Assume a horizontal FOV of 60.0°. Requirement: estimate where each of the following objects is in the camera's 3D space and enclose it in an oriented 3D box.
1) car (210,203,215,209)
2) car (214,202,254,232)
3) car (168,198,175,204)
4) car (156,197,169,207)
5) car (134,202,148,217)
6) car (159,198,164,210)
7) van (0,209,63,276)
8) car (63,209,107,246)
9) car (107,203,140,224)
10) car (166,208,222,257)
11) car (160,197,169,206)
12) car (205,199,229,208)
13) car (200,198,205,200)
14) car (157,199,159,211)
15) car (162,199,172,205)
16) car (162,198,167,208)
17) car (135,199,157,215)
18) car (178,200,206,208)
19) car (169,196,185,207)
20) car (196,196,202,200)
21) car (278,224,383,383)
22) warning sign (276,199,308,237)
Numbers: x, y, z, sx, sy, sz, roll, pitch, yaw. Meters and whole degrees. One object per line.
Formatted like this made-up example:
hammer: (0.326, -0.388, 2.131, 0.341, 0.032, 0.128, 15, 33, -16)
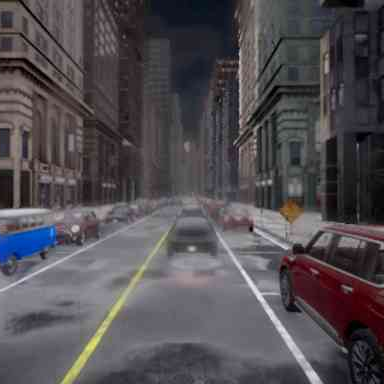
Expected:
car: (2.758, 1.846, 27.265, 1.947, 1.339, 4.313, 0, -1, 0)
car: (2.760, 1.662, 21.665, 1.967, 1.590, 4.097, 0, -1, 0)
car: (-5.787, 2.498, 94.308, 1.752, 1.417, 4.829, 0, -1, 0)
car: (-5.778, 1.998, 66.472, 2.192, 1.841, 5.009, 0, -1, 0)
car: (-5.769, 1.919, 32.861, 1.802, 1.307, 4.206, 0, -1, 0)
car: (-5.774, 2.060, 49.666, 2.008, 1.369, 4.403, 0, -1, 0)
van: (-5.762, 1.449, 10.457, 1.690, 1.788, 3.998, 0, -1, 0)
car: (-5.764, 1.605, 16.058, 1.967, 1.590, 4.097, 0, -1, 0)
car: (-5.767, 1.845, 27.260, 1.947, 1.339, 4.313, 0, -1, 0)
car: (0.016, 1.646, 13.505, 1.837, 1.490, 4.892, 0, 0, 0)
car: (-5.777, 2.065, 60.870, 1.967, 1.590, 4.097, 0, -1, 0)
car: (2.757, 1.652, 32.869, 2.192, 1.841, 5.009, 0, -1, 0)
car: (2.750, 2.112, 55.275, 1.887, 1.381, 4.507, 0, -1, 0)
car: (-5.772, 1.976, 43.895, 1.752, 1.417, 4.829, 0, -1, 0)
car: (-5.782, 2.343, 77.673, 1.887, 1.381, 4.507, 0, -1, 0)
car: (-5.775, 2.133, 55.267, 1.947, 1.339, 4.313, 0, -1, 0)
car: (-5.770, 1.709, 38.465, 2.192, 1.841, 5.009, 0, -1, 0)
car: (0.018, 1.777, 29.242, 1.882, 1.535, 5.008, 0, 0, 0)
car: (-3.034, 1.892, 65.272, 2.150, 2.045, 5.566, 0, -1, 0)
car: (2.742, 2.298, 83.285, 1.967, 1.590, 4.097, 0, -1, 0)
car: (2.765, 1.366, 4.860, 2.192, 1.841, 5.009, 0, -1, 0)
warning sign: (5.059, 1.290, 16.977, 1.300, 1.860, 1.060, 0, -1, 0)
